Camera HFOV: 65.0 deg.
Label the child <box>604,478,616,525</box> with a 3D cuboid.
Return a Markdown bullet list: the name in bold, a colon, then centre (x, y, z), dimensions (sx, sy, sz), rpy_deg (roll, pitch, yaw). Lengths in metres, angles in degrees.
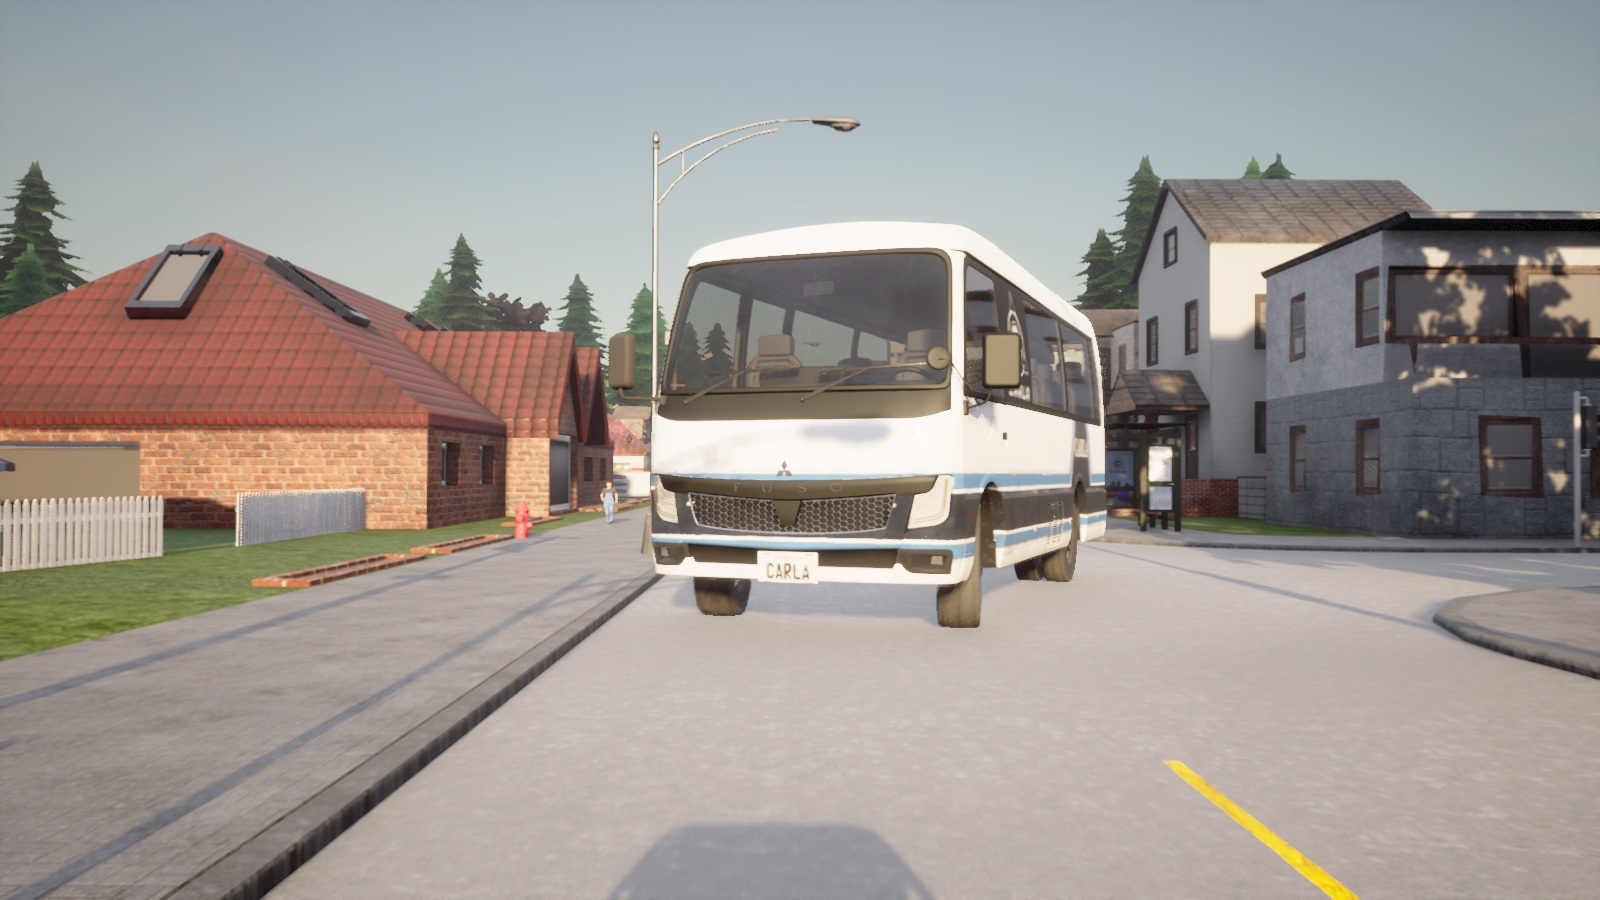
- **child**: centre (-5.150, 1.396, 34.119), dimensions (0.270, 1.263, 0.437), rpy_deg (0, -1, -2)

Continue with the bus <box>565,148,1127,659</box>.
- **bus**: centre (1.483, -0.301, 15.941), dimensions (3.944, 4.253, 10.273), rpy_deg (-1, -1, 21)
